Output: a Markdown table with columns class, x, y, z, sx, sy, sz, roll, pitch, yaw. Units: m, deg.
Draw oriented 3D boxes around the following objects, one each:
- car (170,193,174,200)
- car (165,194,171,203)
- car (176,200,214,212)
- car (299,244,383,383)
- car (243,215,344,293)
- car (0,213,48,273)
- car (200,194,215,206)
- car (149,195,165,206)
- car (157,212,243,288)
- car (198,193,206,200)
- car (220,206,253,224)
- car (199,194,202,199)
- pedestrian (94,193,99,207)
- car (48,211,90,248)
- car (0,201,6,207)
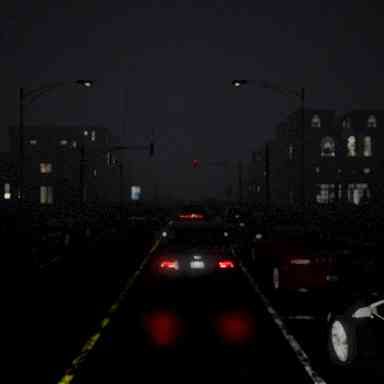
| class | x | y | z | sx | sy | sz | roll | pitch | yaw |
| --- | --- | --- | --- | --- | --- | --- | --- | --- | --- |
| car | -5.700 | 1.248 | 74.488 | 1.967 | 1.590 | 4.097 | 0 | 0 | 0 |
| car | -5.699 | 1.386 | 63.444 | 2.008 | 1.369 | 4.403 | 0 | 0 | 0 |
| car | 0.096 | 1.452 | 19.796 | 1.837 | 1.490 | 4.892 | 0 | 0 | 0 |
| car | 2.694 | 1.543 | 2.924 | 2.008 | 1.369 | 4.403 | 0 | 0 | 0 |
| car | 2.693 | 1.522 | 8.615 | 1.887 | 1.381 | 4.507 | 0 | 0 | 0 |
| car | -5.687 | 1.417 | 8.630 | 1.967 | 1.590 | 4.097 | 0 | 0 | 0 |
| car | 2.684 | 1.429 | 52.390 | 1.947 | 1.339 | 4.313 | 0 | 0 | 0 |
| car | -5.696 | 1.445 | 52.401 | 1.802 | 1.307 | 4.206 | 0 | 0 | 0 |
| car | 0.098 | 1.523 | 9.275 | 2.033 | 1.411 | 5.357 | 0 | 0 | 0 |
| car | 2.677 | 1.210 | 91.042 | 1.967 | 1.590 | 4.097 | 0 | 0 | 0 |
| car | 2.691 | 1.498 | 19.999 | 2.008 | 1.369 | 4.403 | 0 | 0 | 0 |
| car | 2.682 | 1.417 | 63.432 | 1.802 | 1.307 | 4.206 | 0 | 0 | 0 |
| pedestrian | -12.560 | 1.015 | 43.532 | 0.375 | 1.860 | 0.375 | 0 | 0 | 1 |
| car | -5.689 | 1.513 | 14.323 | 2.008 | 1.369 | 4.403 | 0 | 0 | 0 |
| car | -25.458 | 1.335 | 40.785 | 4.829 | 1.417 | 1.752 | 0 | 0 | 1 |
